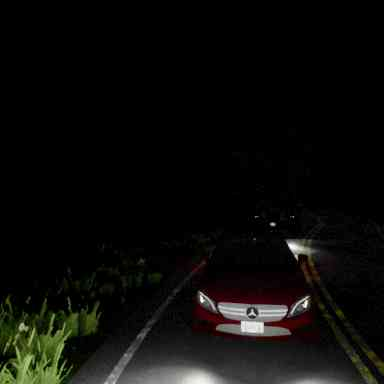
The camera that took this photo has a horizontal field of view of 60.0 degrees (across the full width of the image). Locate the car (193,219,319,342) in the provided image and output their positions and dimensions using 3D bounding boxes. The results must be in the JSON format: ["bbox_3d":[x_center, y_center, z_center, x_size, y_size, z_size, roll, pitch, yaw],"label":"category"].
[{"bbox_3d":[1.225,1.536,6.711,1.812,1.442,4.674,-1,0,11],"label":"car"}]

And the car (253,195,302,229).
[{"bbox_3d":[4.985,1.221,18.886,2.150,2.045,5.566,-2,-1,22],"label":"car"}]
